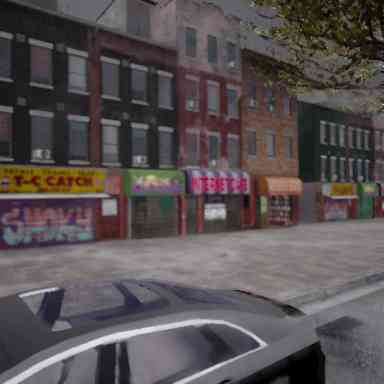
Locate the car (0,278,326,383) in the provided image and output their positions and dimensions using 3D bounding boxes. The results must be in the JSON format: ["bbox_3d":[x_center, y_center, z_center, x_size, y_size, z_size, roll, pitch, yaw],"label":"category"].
[{"bbox_3d":[-1.038,1.519,2.292,4.902,1.511,2.128,1,-1,-37],"label":"car"}]
